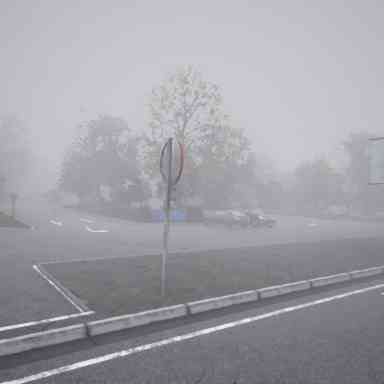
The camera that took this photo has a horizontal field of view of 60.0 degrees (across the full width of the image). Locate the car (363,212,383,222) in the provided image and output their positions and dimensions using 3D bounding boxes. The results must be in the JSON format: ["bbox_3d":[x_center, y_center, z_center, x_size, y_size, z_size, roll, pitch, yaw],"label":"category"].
[{"bbox_3d":[25.350,3.397,44.389,2.002,1.452,4.674,3,-2,-35],"label":"car"}]

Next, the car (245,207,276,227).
[{"bbox_3d":[5.467,2.211,30.407,2.185,1.767,4.553,3,-2,-35],"label":"car"}]

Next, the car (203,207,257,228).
[{"bbox_3d":[2.915,2.245,28.518,2.002,1.452,4.674,3,-2,-36],"label":"car"}]
